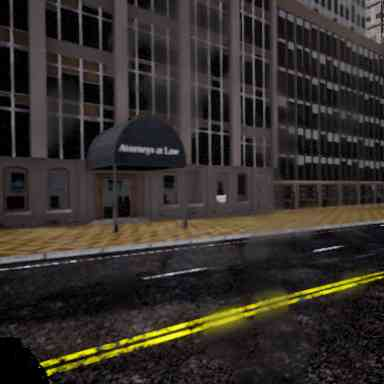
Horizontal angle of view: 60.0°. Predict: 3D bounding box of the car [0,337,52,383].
[{"bbox_3d":[-2.965,1.597,1.325,4.718,1.301,1.895,0,0,-35],"label":"car"}]
